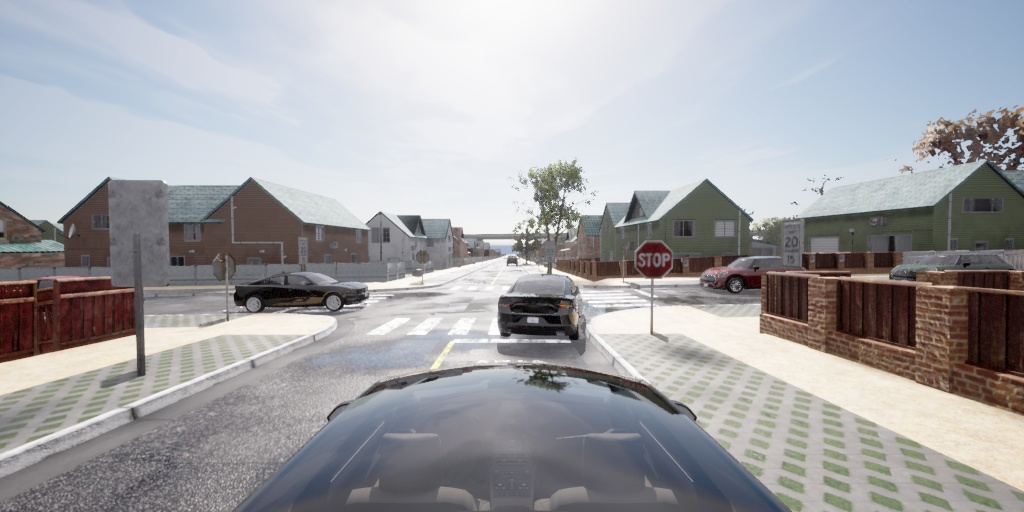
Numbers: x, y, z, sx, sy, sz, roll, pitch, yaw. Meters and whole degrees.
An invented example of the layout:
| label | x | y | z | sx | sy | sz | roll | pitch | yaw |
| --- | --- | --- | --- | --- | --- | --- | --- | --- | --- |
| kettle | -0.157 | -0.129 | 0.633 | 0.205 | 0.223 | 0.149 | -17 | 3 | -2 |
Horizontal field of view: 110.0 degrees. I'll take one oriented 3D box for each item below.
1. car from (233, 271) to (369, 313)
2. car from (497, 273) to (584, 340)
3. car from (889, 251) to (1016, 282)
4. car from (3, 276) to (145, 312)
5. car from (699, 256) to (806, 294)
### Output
| label | x | y | z | sx | sy | sz | roll | pitch | yaw |
| --- | --- | --- | --- | --- | --- | --- | --- | --- | --- |
| car | -8.463 | 1.376 | 14.638 | 5.008 | 1.535 | 1.882 | -1 | 2 | 0 |
| car | 0.961 | 1.224 | 10.107 | 1.882 | 1.535 | 5.008 | 0 | 0 | 12 |
| car | 21.709 | 0.645 | 17.779 | 4.553 | 1.767 | 2.097 | -1 | 2 | 0 |
| car | -18.015 | 1.546 | 14.580 | 5.008 | 1.535 | 1.882 | -1 | 2 | 0 |
| car | 11.814 | 0.820 | 17.712 | 4.553 | 1.767 | 2.097 | -1 | 2 | 0 |
